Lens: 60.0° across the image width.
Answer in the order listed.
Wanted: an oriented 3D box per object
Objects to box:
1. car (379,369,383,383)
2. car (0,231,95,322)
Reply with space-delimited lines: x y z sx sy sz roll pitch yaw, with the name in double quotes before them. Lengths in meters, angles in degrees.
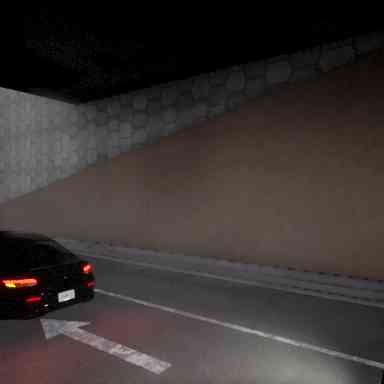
"car" 3.523 1.505 1.401 4.892 1.490 1.837 0 0 36
"car" -3.918 1.526 6.768 4.674 1.442 1.812 0 0 36
